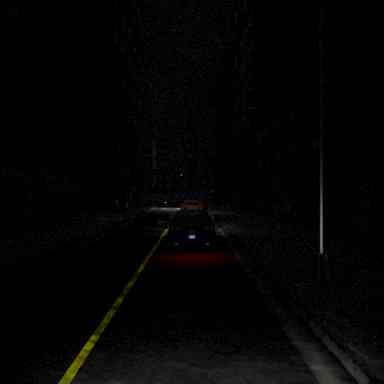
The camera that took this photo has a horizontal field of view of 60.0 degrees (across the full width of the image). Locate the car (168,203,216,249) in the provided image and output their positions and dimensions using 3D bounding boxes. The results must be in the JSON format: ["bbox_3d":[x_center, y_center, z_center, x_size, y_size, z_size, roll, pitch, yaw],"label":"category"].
[{"bbox_3d":[0.000,1.487,14.649,1.882,1.535,5.008,0,0,0],"label":"car"}]

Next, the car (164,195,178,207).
[{"bbox_3d":[-3.000,1.416,49.680,2.097,1.767,4.553,0,0,0],"label":"car"}]

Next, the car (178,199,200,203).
[{"bbox_3d":[0.000,1.491,29.650,1.882,1.535,5.008,0,0,0],"label":"car"}]
